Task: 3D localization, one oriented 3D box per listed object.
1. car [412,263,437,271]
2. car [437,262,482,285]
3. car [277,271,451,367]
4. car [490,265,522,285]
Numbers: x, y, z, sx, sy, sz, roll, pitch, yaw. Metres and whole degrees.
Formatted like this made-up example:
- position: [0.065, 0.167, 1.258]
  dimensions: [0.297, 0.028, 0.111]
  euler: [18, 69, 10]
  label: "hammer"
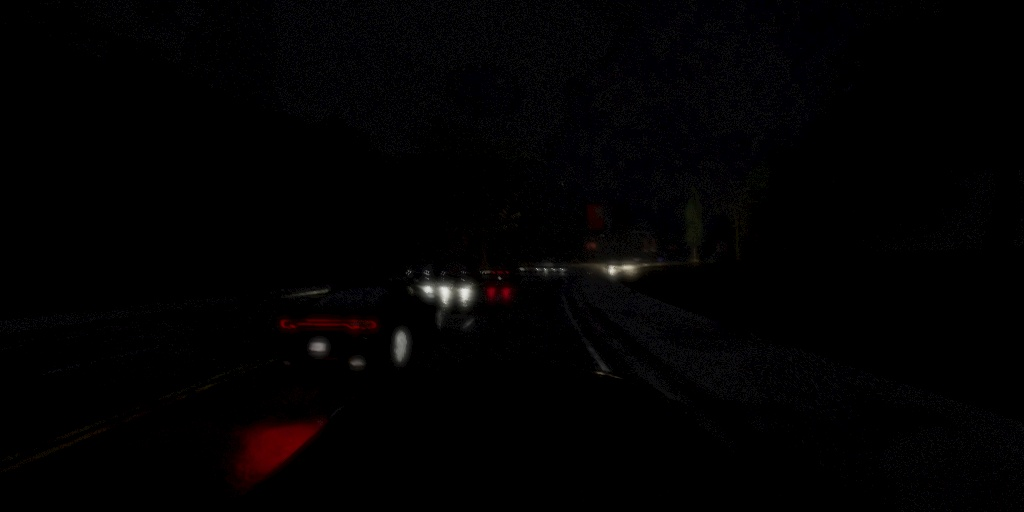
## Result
- position: [-6.973, 1.384, 30.132]
  dimensions: [2.097, 1.767, 4.553]
  euler: [0, -1, 12]
  label: "car"
- position: [-3.941, 1.361, 28.764]
  dimensions: [2.097, 1.767, 4.553]
  euler: [0, -1, 12]
  label: "car"
- position: [-2.928, 1.288, 8.102]
  dimensions: [1.882, 1.535, 5.008]
  euler: [0, 0, 3]
  label: "car"
- position: [-0.424, 1.490, 28.833]
  dimensions: [2.128, 1.511, 4.902]
  euler: [0, -1, 11]
  label: "car"
